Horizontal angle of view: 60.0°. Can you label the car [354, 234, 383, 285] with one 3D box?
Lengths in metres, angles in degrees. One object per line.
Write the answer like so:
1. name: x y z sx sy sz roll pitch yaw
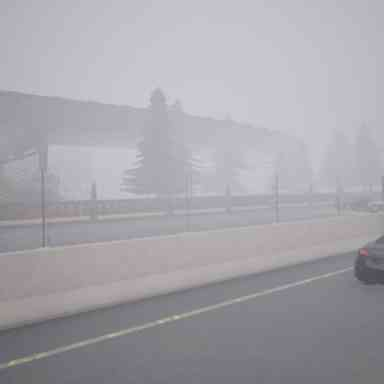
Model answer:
1. car: 5.689 1.413 7.846 4.181 1.385 1.994 -1 1 -35
